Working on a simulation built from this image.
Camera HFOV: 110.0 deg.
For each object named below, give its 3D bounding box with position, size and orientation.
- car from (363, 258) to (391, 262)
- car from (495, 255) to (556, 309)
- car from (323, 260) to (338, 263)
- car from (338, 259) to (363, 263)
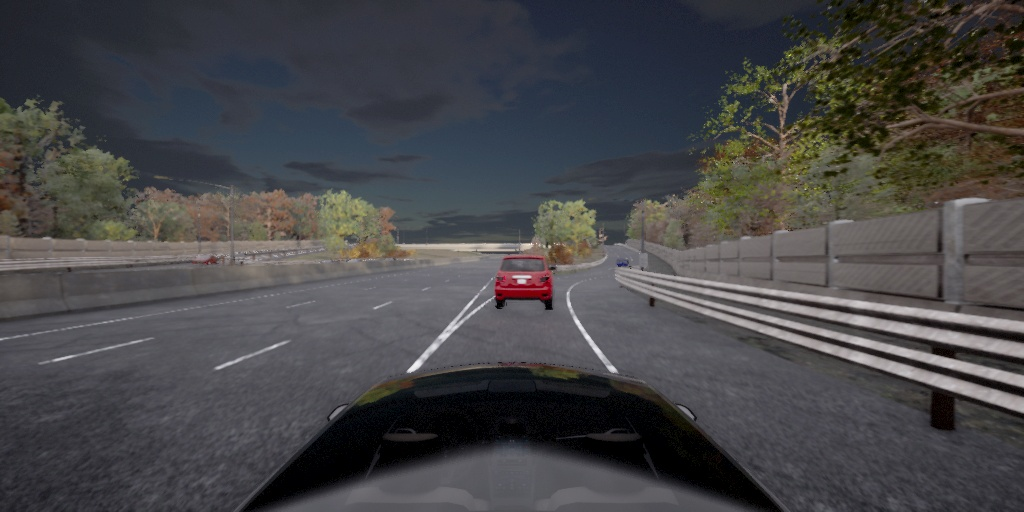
[{"bbox_3d":[-21.049,1.344,56.051,1.994,1.385,4.181,0,0,1],"label":"car"},{"bbox_3d":[0.674,0.981,15.216,2.150,2.045,5.566,0,0,7],"label":"car"},{"bbox_3d":[-28.041,1.327,55.252,2.033,1.411,5.357,0,0,1],"label":"car"},{"bbox_3d":[-24.545,1.258,55.954,1.882,1.535,5.008,0,0,1],"label":"car"}]
